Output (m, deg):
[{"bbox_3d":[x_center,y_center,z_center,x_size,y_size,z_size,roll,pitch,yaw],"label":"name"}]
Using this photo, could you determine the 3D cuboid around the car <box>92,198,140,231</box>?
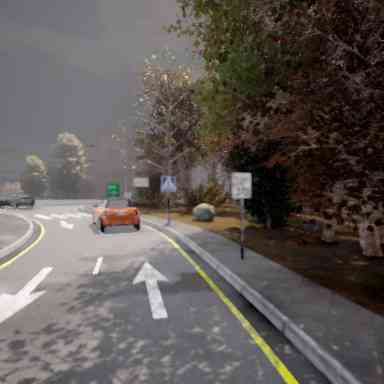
[{"bbox_3d":[-4.455,1.096,19.114,2.097,1.767,4.553,0,1,-23],"label":"car"}]

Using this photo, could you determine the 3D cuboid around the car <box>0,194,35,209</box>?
[{"bbox_3d":[-18.522,0.971,34.728,4.902,1.511,2.128,-2,-2,30],"label":"car"}]
